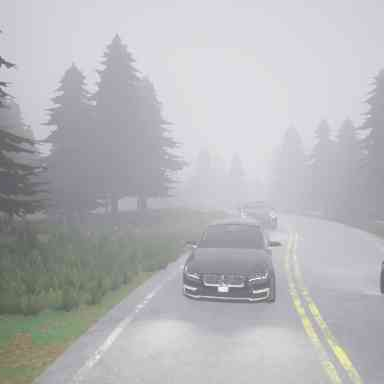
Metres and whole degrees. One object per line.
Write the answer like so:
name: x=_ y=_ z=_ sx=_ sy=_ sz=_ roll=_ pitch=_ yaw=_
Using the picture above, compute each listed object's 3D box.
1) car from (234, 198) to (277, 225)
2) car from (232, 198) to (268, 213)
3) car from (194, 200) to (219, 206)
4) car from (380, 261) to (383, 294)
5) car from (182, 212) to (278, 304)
car: x=3.845 y=1.271 z=20.346 sx=2.097 sy=1.767 sz=4.553 roll=-1 pitch=0 yaw=5
car: x=6.149 y=1.412 z=35.719 sx=1.837 sy=1.490 sz=4.892 roll=2 pitch=-1 yaw=-16
car: x=1.851 y=1.799 z=44.838 sx=1.812 sy=1.442 sz=4.674 roll=3 pitch=-5 yaw=-35
car: x=4.486 y=1.309 z=4.625 sx=2.097 sy=1.767 sz=4.553 roll=-1 pitch=0 yaw=8
car: x=1.078 y=1.496 z=8.390 sx=1.837 sy=1.490 sz=4.892 roll=-1 pitch=0 yaw=12
